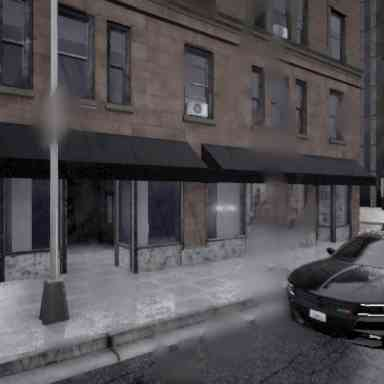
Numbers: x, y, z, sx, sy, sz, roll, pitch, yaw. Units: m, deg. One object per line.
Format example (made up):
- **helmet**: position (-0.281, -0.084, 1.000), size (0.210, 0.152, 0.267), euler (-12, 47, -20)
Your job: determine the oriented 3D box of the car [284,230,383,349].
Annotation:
- **car**: position (3.817, 1.477, 6.166), size (5.008, 1.535, 1.882), euler (0, 0, -35)
